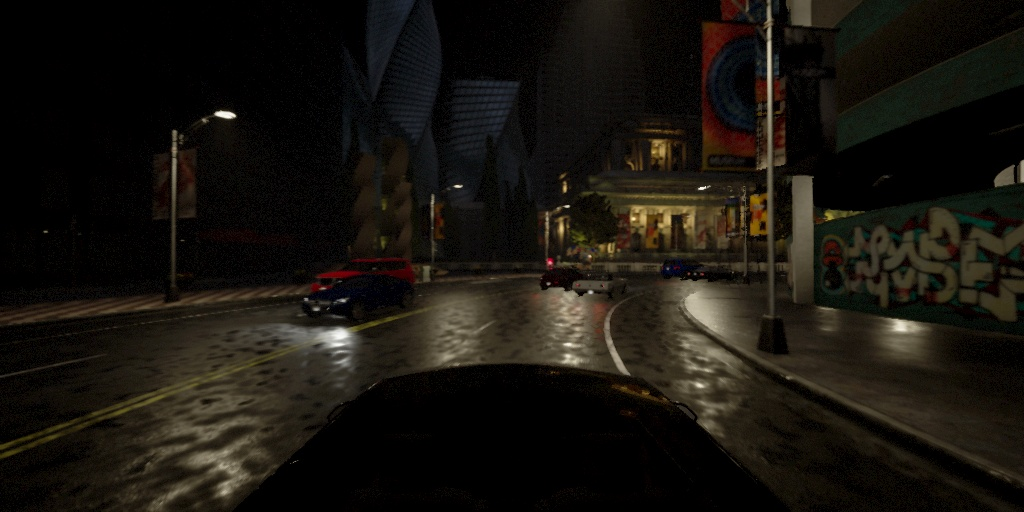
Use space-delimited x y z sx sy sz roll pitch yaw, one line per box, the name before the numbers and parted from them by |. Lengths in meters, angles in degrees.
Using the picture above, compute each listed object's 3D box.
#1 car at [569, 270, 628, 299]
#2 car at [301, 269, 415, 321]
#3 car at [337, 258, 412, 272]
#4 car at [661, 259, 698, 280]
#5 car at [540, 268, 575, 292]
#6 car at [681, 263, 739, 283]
car | 5.010 1.536 19.786 1.895 1.301 4.718 0 -1 30
car | -5.378 1.389 13.296 1.812 1.442 4.674 0 -1 17
car | -7.357 1.136 18.529 2.150 2.045 5.566 0 -1 22
car | 17.317 1.327 35.694 5.566 2.045 2.150 0 -1 -29
car | 3.468 1.498 23.552 1.812 1.442 4.674 0 -1 34
car | 18.104 1.617 32.354 5.357 1.411 2.033 0 -1 -29
